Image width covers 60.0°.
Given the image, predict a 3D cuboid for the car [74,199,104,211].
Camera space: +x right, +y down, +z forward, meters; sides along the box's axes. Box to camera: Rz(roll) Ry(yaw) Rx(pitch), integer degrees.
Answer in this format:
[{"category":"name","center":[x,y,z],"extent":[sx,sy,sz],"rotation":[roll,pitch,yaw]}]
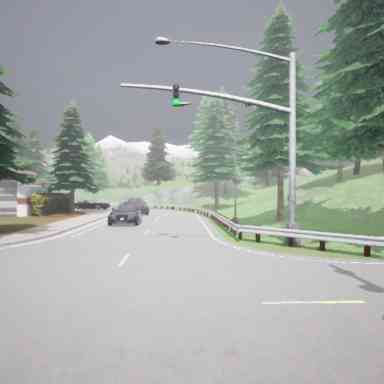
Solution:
[{"category":"car","center":[-12.448,1.557,40.619],"extent":[4.718,1.301,1.895],"rotation":[0,0,13]}]

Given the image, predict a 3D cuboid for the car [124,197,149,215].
[{"category":"car","center":[-5.685,1.313,33.045],"extent":[2.097,1.767,4.553],"rotation":[0,0,-21]}]

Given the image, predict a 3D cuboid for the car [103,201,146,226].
[{"category":"car","center":[-4.610,1.536,23.278],"extent":[1.994,1.385,4.181],"rotation":[0,0,-4]}]
